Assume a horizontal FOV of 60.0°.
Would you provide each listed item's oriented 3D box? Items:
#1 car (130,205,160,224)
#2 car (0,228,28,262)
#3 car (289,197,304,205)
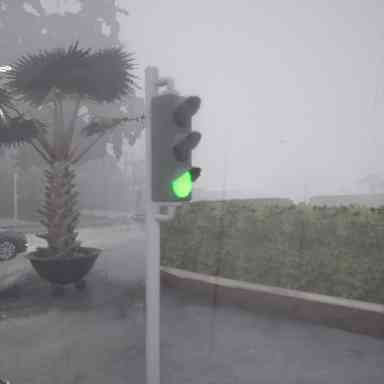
[{"bbox_3d":[-2.338,1.650,24.767,1.895,1.301,4.718,0,0,35],"label":"car"},{"bbox_3d":[-7.645,1.545,10.226,1.837,1.490,4.892,0,0,35],"label":"car"},{"bbox_3d":[14.875,1.526,48.817,1.882,1.535,5.008,0,0,36],"label":"car"}]
